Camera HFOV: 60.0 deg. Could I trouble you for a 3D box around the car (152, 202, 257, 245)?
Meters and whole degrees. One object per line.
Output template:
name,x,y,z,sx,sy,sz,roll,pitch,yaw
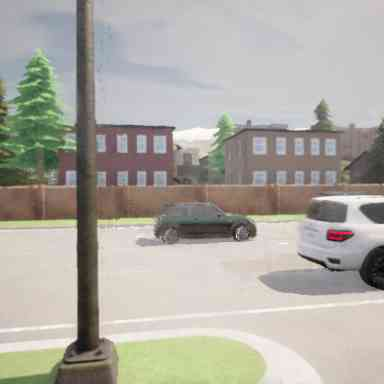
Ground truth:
car,0.530,1.243,14.810,4.553,1.767,2.097,0,0,-10

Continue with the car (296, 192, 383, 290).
car,5.521,1.113,8.598,5.566,2.045,2.150,0,0,-10
